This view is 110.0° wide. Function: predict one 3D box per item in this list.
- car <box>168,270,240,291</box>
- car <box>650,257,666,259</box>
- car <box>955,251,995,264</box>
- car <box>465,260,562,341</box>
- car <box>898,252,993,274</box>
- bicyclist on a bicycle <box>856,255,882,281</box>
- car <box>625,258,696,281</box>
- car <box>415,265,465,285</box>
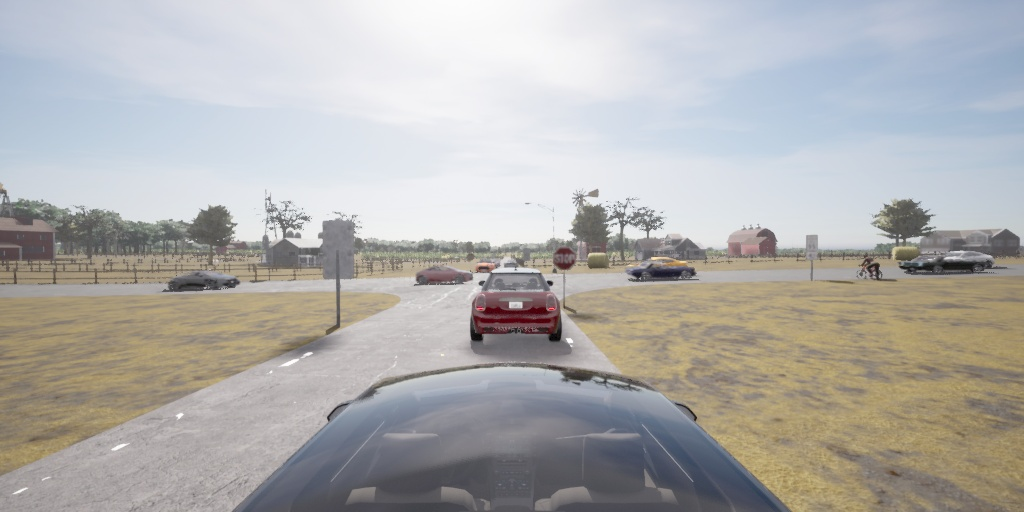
[{"bbox_3d":[-22.791,1.772,26.625,4.181,1.385,1.994,-1,1,0],"label":"car"},{"bbox_3d":[12.220,0.872,30.460,5.008,1.535,1.882,-1,1,0],"label":"car"},{"bbox_3d":[38.062,0.327,30.556,4.674,1.442,1.812,-1,1,0],"label":"car"},{"bbox_3d":[0.110,1.099,10.019,2.097,1.767,4.553,0,0,1],"label":"car"},{"bbox_3d":[32.189,0.611,26.848,4.718,1.301,1.895,-1,1,0],"label":"car"},{"bbox_3d":[22.792,0.745,22.911,0.582,1.620,1.656,-1,0,0],"label":"bicyclist on a bicycle"},{"bbox_3d":[11.037,1.096,26.765,4.718,1.301,1.895,-1,1,0],"label":"car"},{"bbox_3d":[-5.010,1.371,26.713,4.181,1.385,1.994,-1,0,0],"label":"car"}]
